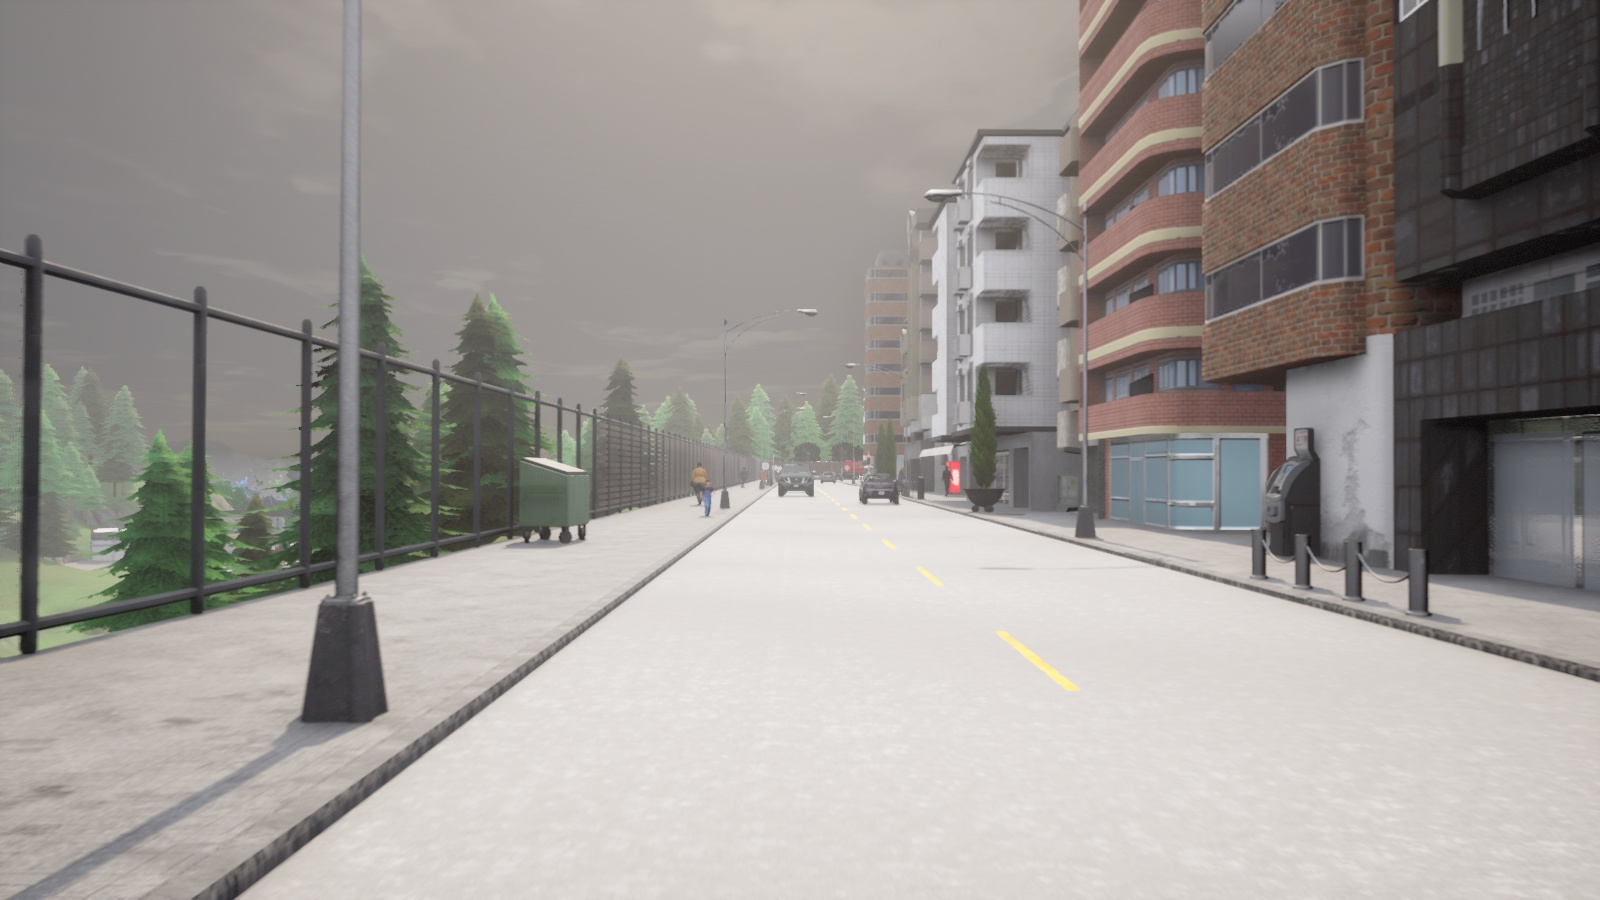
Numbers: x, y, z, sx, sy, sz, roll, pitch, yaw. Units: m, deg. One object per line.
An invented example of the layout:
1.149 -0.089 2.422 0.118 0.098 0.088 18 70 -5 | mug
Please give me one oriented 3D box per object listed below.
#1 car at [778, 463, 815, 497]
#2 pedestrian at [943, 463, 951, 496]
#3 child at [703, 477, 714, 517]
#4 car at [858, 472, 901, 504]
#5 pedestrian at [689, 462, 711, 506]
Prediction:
-0.219 1.828 77.315 2.150 2.045 5.566 0 -1 0 | car
8.473 1.705 72.555 0.353 1.847 0.614 0 -1 -1 | pedestrian
-2.910 1.482 39.808 0.270 1.263 0.437 0 -1 -14 | child
3.828 1.838 61.272 1.816 1.474 4.193 0 -1 0 | car
-4.207 1.425 52.821 0.874 1.855 0.900 0 -1 0 | pedestrian
